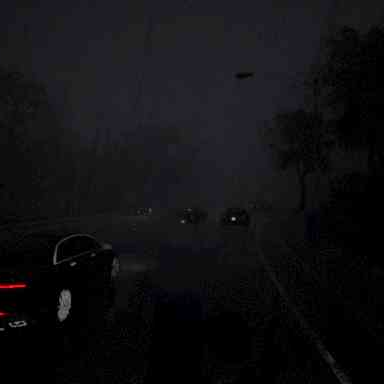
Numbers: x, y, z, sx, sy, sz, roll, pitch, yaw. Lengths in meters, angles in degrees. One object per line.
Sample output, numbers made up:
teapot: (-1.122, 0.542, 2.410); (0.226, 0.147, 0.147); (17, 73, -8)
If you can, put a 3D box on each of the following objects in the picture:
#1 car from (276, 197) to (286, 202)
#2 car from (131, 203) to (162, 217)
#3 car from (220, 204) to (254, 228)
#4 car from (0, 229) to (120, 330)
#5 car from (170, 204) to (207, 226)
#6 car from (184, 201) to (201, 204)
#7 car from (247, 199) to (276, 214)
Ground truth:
car: (19.811, 1.915, 74.196); (1.812, 1.442, 4.674); (0, -1, 37)
car: (-4.761, 1.870, 35.432); (1.994, 1.385, 4.181); (0, -1, 18)
car: (3.244, 1.809, 24.348); (1.994, 1.385, 4.181); (0, -1, 13)
car: (-2.980, 1.563, 7.105); (1.837, 1.490, 4.892); (0, -1, 4)
car: (-0.116, 1.841, 25.485); (1.895, 1.301, 4.718); (0, -1, 13)
car: (-0.114, 1.859, 38.302); (1.837, 1.490, 4.892); (0, -1, 20)
car: (8.620, 1.778, 40.930); (2.097, 1.767, 4.553); (0, 0, 22)
